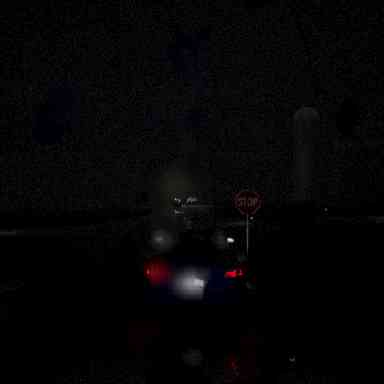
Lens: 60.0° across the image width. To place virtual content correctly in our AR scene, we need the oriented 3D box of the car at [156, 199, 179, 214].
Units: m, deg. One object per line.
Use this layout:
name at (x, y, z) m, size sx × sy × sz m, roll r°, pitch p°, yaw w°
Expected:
car at (-2.869, 1.694, 37.376) m, size 2.033 × 1.411 × 5.357 m, roll 0°, pitch 0°, yaw 0°

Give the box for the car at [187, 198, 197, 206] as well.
car at (-0.028, 1.946, 68.668) m, size 2.097 × 1.767 × 4.553 m, roll 0°, pitch -1°, yaw 0°

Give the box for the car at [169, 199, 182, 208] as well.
car at (-2.847, 1.927, 59.024) m, size 2.128 × 1.511 × 4.902 m, roll 0°, pitch -1°, yaw 0°

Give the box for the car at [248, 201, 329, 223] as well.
car at (6.735, 1.335, 23.306) m, size 5.357 × 1.411 × 2.033 m, roll -2°, pitch -1°, yaw -8°

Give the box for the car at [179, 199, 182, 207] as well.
car at (-2.858, 1.858, 47.295) m, size 1.895 × 1.301 × 4.718 m, roll 0°, pitch -1°, yaw 0°

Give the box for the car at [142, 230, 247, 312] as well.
car at (0.072, 1.575, 7.827) m, size 1.994 × 1.385 × 4.181 m, roll 0°, pitch 0°, yaw 1°
